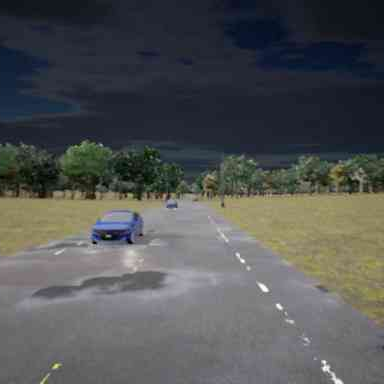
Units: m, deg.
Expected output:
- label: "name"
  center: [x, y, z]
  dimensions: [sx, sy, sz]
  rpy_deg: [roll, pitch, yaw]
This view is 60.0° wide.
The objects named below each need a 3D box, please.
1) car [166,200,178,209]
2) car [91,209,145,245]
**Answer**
- label: "car"
  center: [-3.554, 2.087, 58.602]
  dimensions: [1.882, 1.535, 5.008]
  rpy_deg: [0, -1, 0]
- label: "car"
  center: [-3.603, 1.659, 16.854]
  dimensions: [1.882, 1.535, 5.008]
  rpy_deg: [0, -1, 0]
